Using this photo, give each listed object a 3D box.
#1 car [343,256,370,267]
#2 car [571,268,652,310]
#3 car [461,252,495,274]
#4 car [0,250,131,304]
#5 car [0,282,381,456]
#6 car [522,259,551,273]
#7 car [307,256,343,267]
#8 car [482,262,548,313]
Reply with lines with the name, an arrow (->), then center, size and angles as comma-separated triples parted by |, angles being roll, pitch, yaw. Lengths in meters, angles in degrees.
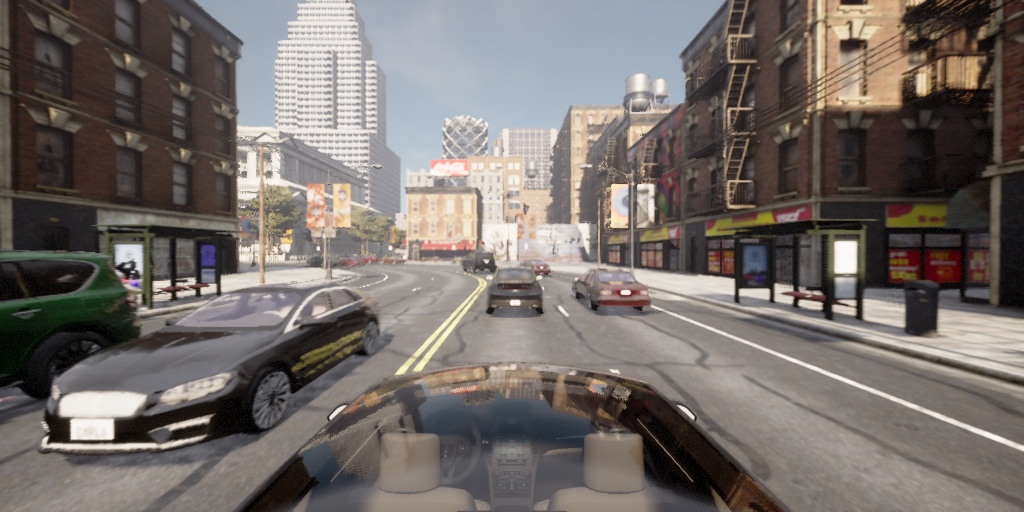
car -> -22.965, 0.807, 51.376 | 4.181, 1.385, 1.994 | 0, 1, 31
car -> 3.599, 1.174, 13.867 | 2.033, 1.411, 5.357 | 0, 1, 0
car -> -3.409, 0.625, 35.682 | 2.150, 2.045, 5.566 | 0, 0, -23
car -> -7.100, 0.953, 3.460 | 2.150, 2.045, 5.566 | 0, 1, 0
car -> -3.614, 1.202, 5.528 | 2.128, 1.511, 4.902 | 0, 1, 0
car -> 1.746, 0.992, 31.730 | 2.033, 1.411, 5.357 | 0, 1, -16
car -> -25.940, 0.773, 49.041 | 4.892, 1.490, 1.837 | 0, 0, 28
car -> 0.098, 1.138, 13.293 | 1.837, 1.490, 4.892 | 0, 1, 0
